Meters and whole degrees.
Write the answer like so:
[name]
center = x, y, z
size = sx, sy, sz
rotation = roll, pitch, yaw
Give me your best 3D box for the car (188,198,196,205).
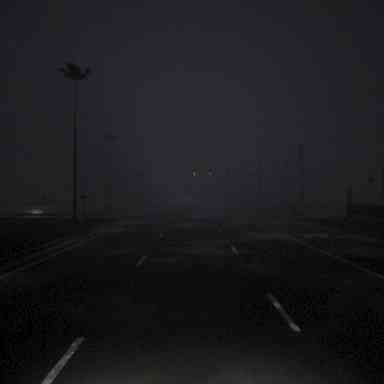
[car]
center = 0.002, 2.414, 79.488
size = 1.812, 1.442, 4.674
rotation = 0, -1, 0
